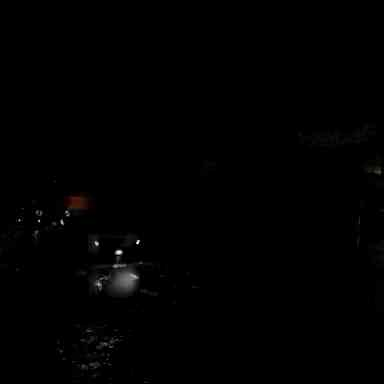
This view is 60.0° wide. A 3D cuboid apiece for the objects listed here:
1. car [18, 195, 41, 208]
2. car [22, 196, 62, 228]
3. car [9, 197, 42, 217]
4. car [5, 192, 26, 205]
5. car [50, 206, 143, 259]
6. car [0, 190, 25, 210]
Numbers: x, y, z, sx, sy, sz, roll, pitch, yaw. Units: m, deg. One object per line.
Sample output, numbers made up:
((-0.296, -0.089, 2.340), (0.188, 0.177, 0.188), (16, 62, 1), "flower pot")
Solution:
((-21.384, 1.263, 43.626), (1.837, 1.490, 4.892), (4, -1, -36), "car")
((-9.137, 1.228, 21.041), (2.097, 1.767, 4.553), (4, -2, -34), "car")
((-14.777, 1.289, 29.374), (1.837, 1.490, 4.892), (4, -2, -35), "car")
((-27.343, 0.975, 51.488), (2.097, 1.767, 4.553), (4, -1, -38), "car")
((-3.719, 1.497, 12.716), (2.033, 1.411, 5.357), (4, -2, -33), "car")
((-20.686, 0.893, 37.829), (2.150, 2.045, 5.566), (4, -1, -36), "car")
